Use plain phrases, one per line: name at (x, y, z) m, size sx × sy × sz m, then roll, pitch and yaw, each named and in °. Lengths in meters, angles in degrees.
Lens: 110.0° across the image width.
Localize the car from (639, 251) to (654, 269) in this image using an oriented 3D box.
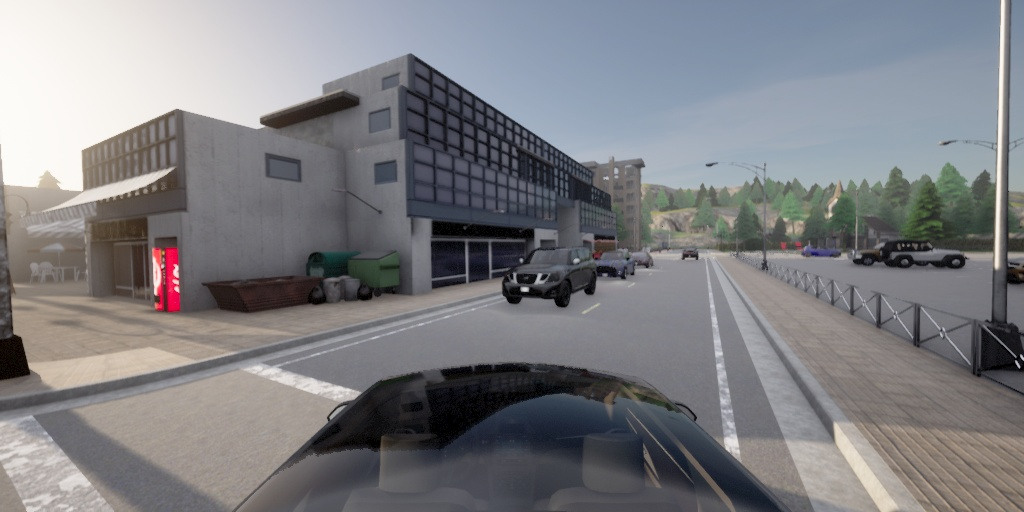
car at (11.549, 0.312, 32.347) m, size 1.812 × 1.442 × 4.674 m, roll 0°, pitch 2°, yaw 28°

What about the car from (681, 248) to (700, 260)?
car at (23.674, -0.305, 47.559) m, size 1.837 × 1.490 × 4.892 m, roll 0°, pitch 1°, yaw 27°

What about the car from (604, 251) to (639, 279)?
car at (6.492, 0.468, 22.933) m, size 2.097 × 1.767 × 4.553 m, roll 0°, pitch 2°, yaw 28°

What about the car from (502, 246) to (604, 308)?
car at (1.714, 0.650, 14.017) m, size 2.150 × 2.045 × 5.566 m, roll 0°, pitch 2°, yaw 28°
